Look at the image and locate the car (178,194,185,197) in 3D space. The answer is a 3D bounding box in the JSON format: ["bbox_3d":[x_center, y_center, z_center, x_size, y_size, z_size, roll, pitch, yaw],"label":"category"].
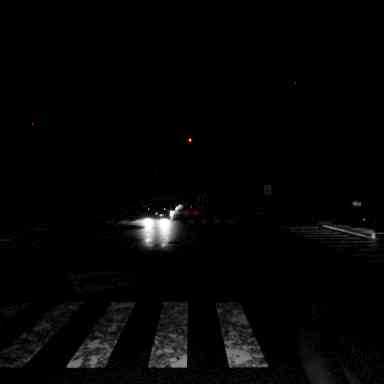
[{"bbox_3d":[-2.967,1.567,61.986,2.128,1.511,4.902,0,0,1],"label":"car"}]

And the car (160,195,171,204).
[{"bbox_3d":[-5.531,1.533,69.153,1.967,1.590,4.097,0,0,0],"label":"car"}]

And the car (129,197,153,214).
[{"bbox_3d":[-5.628,1.470,36.089,1.967,1.590,4.097,0,0,0],"label":"car"}]

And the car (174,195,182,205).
[{"bbox_3d":[-3.039,1.619,51.906,1.994,1.385,4.181,0,0,0],"label":"car"}]

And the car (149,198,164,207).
[{"bbox_3d":[-5.579,1.638,52.620,1.802,1.307,4.206,0,0,0],"label":"car"}]

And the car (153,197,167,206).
[{"bbox_3d":[-5.563,1.618,58.131,2.008,1.369,4.403,0,0,0],"label":"car"}]

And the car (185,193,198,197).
[{"bbox_3d":[-0.054,1.593,70.102,2.128,1.511,4.902,0,0,0],"label":"car"}]

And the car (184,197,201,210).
[{"bbox_3d":[-0.113,1.644,44.815,1.895,1.301,4.718,0,0,0],"label":"car"}]

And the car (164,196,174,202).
[{"bbox_3d":[-5.499,1.672,80.174,2.008,1.369,4.403,0,0,0],"label":"car"}]

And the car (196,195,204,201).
[{"bbox_3d":[2.145,1.673,90.034,1.812,1.442,4.674,0,0,0],"label":"car"}]

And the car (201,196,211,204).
[{"bbox_3d":[2.429,1.628,47.087,1.802,1.307,4.206,0,0,0],"label":"car"}]

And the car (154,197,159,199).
[{"bbox_3d":[-5.612,1.478,41.599,1.967,1.590,4.097,0,0,0],"label":"car"}]

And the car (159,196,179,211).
[{"bbox_3d":[-3.069,1.603,41.922,1.994,1.385,4.181,0,0,1],"label":"car"}]

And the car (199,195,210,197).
[{"bbox_3d":[2.445,1.622,52.597,1.947,1.339,4.313,0,0,0],"label":"car"}]

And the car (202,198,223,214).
[{"bbox_3d":[2.397,1.596,36.064,1.947,1.339,4.313,0,0,0],"label":"car"}]

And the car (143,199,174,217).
[{"bbox_3d":[-3.121,1.626,31.966,1.895,1.301,4.718,0,0,1],"label":"car"}]

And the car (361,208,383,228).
[{"bbox_3d":[13.056,1.451,20.565,4.892,1.490,1.837,0,0,0],"label":"car"}]

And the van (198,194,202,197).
[{"bbox_3d":[2.461,1.408,58.108,1.690,1.788,3.998,0,0,0],"label":"van"}]
